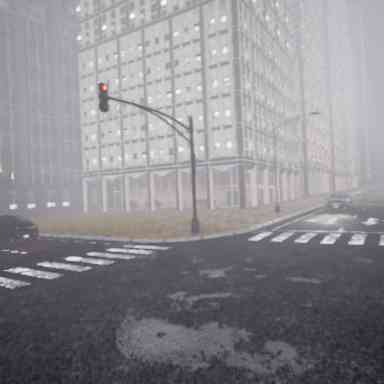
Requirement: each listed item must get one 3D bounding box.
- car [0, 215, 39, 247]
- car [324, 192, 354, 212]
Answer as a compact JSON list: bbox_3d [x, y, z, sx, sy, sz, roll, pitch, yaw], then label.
[{"bbox_3d":[-10.192,2.040,18.028,4.892,1.490,1.837,-3,0,36],"label":"car"},{"bbox_3d":[12.398,0.805,27.920,2.128,1.511,4.902,-3,0,31],"label":"car"}]
